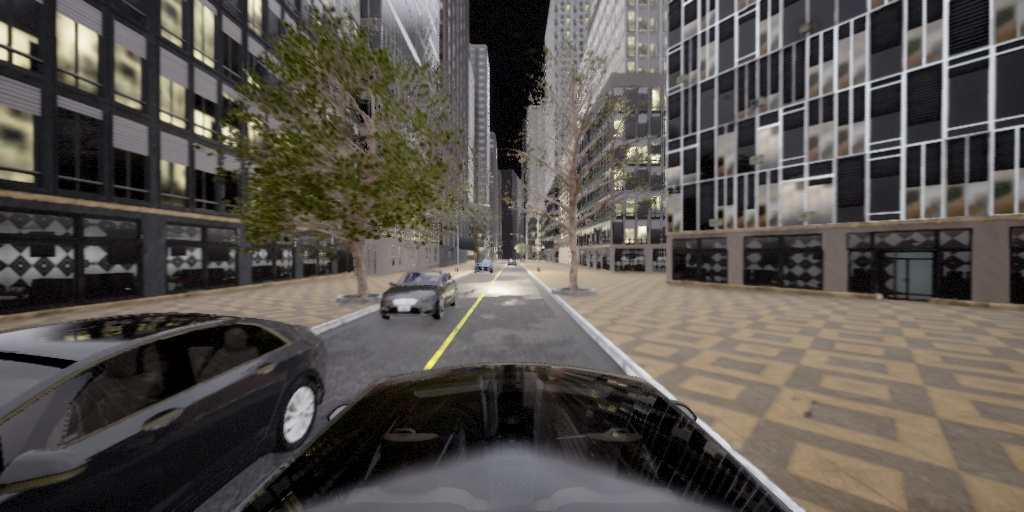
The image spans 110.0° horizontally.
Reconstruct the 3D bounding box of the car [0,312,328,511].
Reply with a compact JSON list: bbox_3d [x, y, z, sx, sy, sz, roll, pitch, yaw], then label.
[{"bbox_3d":[-3.095,1.252,2.335,1.837,1.490,4.892,0,0,0],"label":"car"}]

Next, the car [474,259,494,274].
[{"bbox_3d":[-2.988,1.051,39.203,1.882,1.535,5.008,0,0,0],"label":"car"}]

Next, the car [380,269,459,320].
[{"bbox_3d":[-3.083,1.239,12.737,2.128,1.511,4.902,0,0,0],"label":"car"}]
